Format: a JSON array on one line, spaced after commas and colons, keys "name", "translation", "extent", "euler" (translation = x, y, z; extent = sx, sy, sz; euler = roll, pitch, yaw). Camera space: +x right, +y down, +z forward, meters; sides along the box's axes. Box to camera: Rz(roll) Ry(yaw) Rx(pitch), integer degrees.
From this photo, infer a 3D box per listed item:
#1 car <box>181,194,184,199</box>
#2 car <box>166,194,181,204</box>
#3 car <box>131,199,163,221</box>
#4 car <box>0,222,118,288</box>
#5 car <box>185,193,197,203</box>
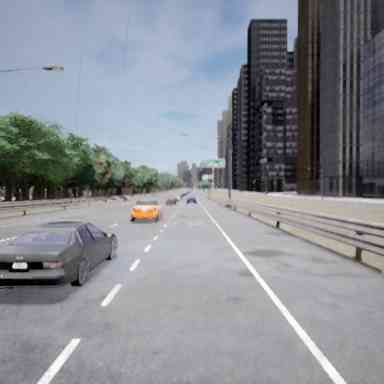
[{"name": "car", "translation": [-3.706, 1.543, 81.453], "extent": [1.895, 1.301, 4.718], "euler": [0, 0, 0]}, {"name": "car", "translation": [-3.685, 1.538, 60.959], "extent": [2.033, 1.411, 5.357], "euler": [0, 0, 0]}, {"name": "car", "translation": [-3.542, 1.358, 26.943], "extent": [2.097, 1.767, 4.553], "euler": [0, 0, 0]}, {"name": "car", "translation": [-3.506, 1.551, 9.296], "extent": [2.033, 1.411, 5.357], "euler": [0, 0, 0]}, {"name": "car", "translation": [-0.099, 1.507, 67.293], "extent": [1.812, 1.442, 4.674], "euler": [0, 0, 0]}]
